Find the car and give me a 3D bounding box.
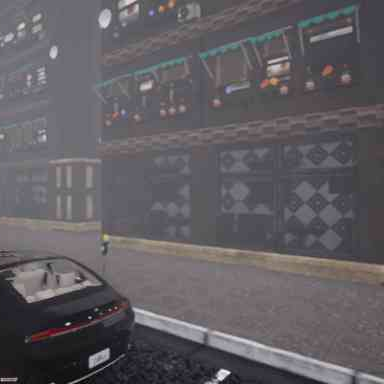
[{"bbox_3d":[-2.772,1.549,4.854,4.403,1.369,2.008,0,0,36],"label":"car"}]
